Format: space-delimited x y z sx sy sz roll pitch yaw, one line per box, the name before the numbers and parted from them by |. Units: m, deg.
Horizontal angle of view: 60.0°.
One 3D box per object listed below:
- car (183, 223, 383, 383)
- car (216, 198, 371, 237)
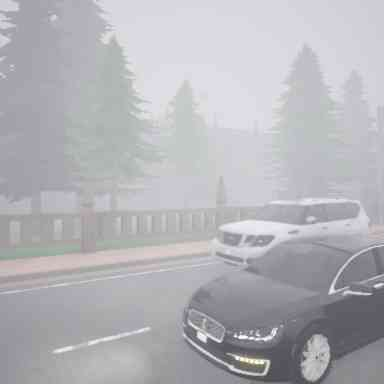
car | 2.154 1.505 5.359 4.892 1.490 1.837 0 0 -33
car | 3.266 1.221 10.262 5.566 2.045 2.150 0 0 -33
